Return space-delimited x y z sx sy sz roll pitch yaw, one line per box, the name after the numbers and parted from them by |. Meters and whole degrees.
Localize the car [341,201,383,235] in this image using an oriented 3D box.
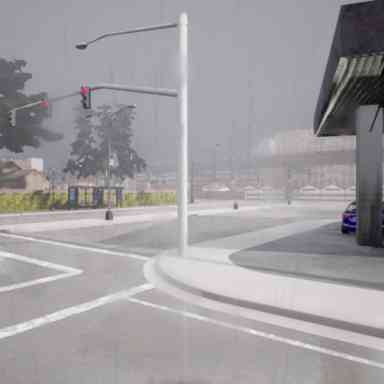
9.490 1.294 17.697 2.242 1.667 4.611 0 0 37 | car
